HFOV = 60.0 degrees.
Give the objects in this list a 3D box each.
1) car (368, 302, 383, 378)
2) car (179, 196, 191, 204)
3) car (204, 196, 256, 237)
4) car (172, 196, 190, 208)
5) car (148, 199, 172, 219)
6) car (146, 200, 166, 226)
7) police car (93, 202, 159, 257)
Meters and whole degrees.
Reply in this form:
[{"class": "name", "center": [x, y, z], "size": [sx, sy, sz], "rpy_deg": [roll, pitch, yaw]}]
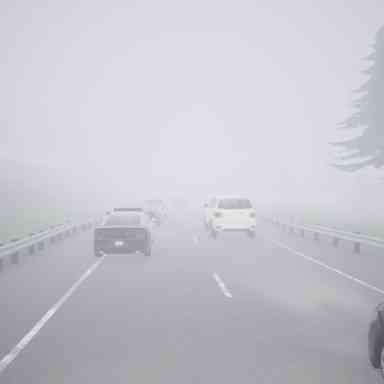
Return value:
[{"class": "car", "center": [3.220, 1.489, 2.091], "size": [2.128, 1.511, 4.902], "rpy_deg": [0, 0, -6]}, {"class": "car", "center": [-1.304, 1.490, 63.541], "size": [2.128, 1.511, 4.902], "rpy_deg": [0, 0, 2]}, {"class": "car", "center": [1.918, 1.223, 18.044], "size": [2.150, 2.045, 5.566], "rpy_deg": [0, 0, -3]}, {"class": "car", "center": [-1.837, 1.351, 48.486], "size": [2.097, 1.767, 4.553], "rpy_deg": [0, 0, 2]}, {"class": "car", "center": [-3.128, 1.351, 28.904], "size": [2.097, 1.767, 4.553], "rpy_deg": [0, 0, -1]}, {"class": "car", "center": [-2.988, 1.526, 22.951], "size": [1.812, 1.442, 4.674], "rpy_deg": [0, 0, -2]}, {"class": "police car", "center": [-2.484, 1.425, 13.099], "size": [1.930, 1.638, 5.238], "rpy_deg": [0, 0, -4]}]
